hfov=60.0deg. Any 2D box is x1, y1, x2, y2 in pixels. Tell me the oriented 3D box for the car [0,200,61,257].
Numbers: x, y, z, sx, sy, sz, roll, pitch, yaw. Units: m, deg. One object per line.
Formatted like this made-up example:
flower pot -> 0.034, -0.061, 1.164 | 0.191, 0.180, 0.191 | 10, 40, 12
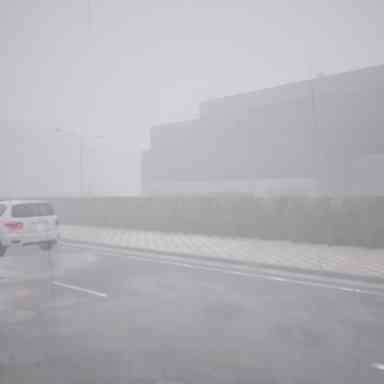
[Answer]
car -> -7.719, 1.353, 13.681 | 5.566, 2.045, 2.150 | -1, 0, 36
